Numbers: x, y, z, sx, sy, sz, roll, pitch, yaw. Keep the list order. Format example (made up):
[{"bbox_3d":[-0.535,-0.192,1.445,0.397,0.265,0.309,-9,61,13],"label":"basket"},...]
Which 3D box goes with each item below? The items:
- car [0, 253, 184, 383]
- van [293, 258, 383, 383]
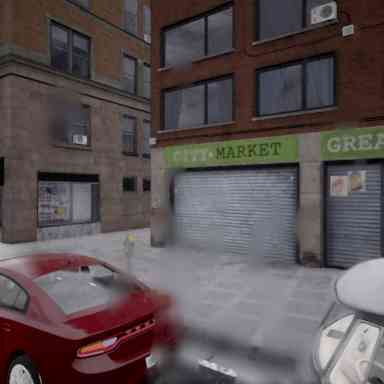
[{"bbox_3d":[-2.198,1.543,4.643,4.507,1.381,1.887,0,0,35],"label":"car"},{"bbox_3d":[2.411,1.341,1.357,3.998,1.788,1.690,0,0,35],"label":"van"}]
